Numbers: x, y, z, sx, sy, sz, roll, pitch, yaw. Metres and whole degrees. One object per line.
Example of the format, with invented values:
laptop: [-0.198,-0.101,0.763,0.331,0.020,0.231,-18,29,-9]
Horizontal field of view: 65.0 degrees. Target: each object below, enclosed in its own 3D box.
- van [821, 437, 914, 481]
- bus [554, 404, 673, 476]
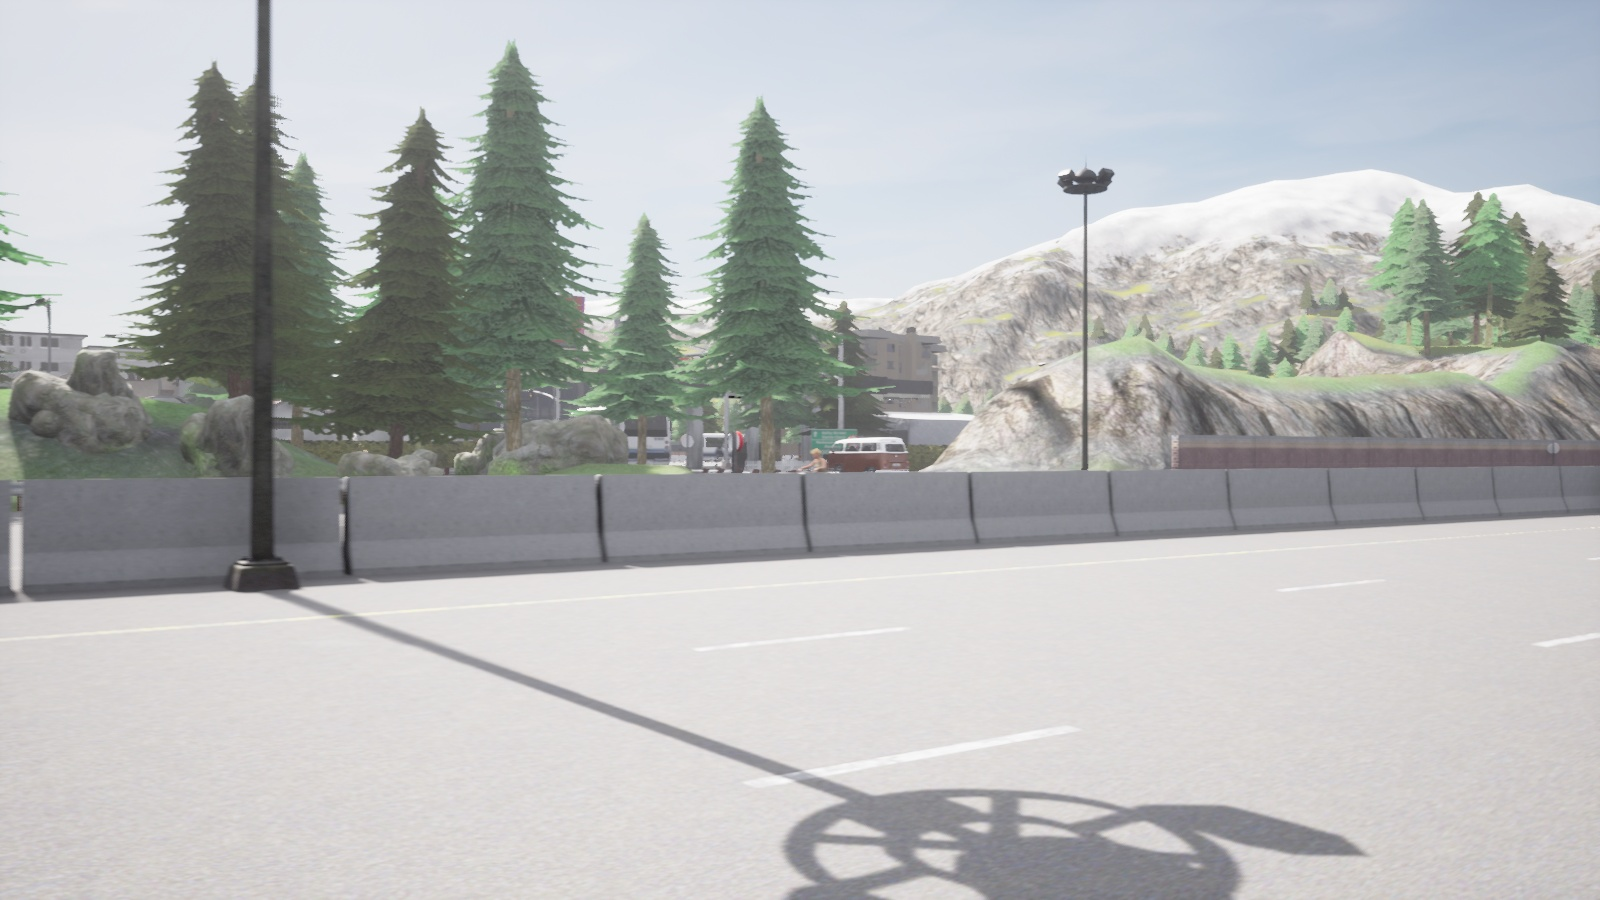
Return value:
van: [3.158,0.412,59.617,2.069,2.038,4.480,0,0,-35]
bus: [-11.976,-0.601,79.654,3.944,4.253,10.273,0,0,-30]
